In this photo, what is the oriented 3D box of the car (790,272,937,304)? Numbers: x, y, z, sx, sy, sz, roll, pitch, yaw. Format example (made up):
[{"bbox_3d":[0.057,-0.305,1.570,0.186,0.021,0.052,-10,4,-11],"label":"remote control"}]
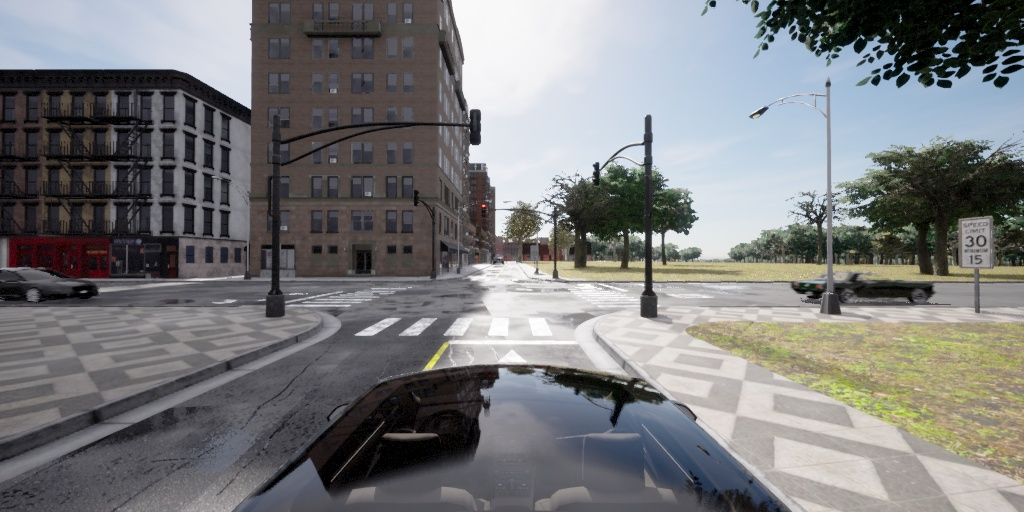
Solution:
[{"bbox_3d":[14.997,1.321,15.431,4.718,1.301,1.895,0,-1,0],"label":"car"}]

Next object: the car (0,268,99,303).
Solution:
[{"bbox_3d":[-20.872,1.276,15.437,4.892,1.490,1.837,0,-1,0],"label":"car"}]
